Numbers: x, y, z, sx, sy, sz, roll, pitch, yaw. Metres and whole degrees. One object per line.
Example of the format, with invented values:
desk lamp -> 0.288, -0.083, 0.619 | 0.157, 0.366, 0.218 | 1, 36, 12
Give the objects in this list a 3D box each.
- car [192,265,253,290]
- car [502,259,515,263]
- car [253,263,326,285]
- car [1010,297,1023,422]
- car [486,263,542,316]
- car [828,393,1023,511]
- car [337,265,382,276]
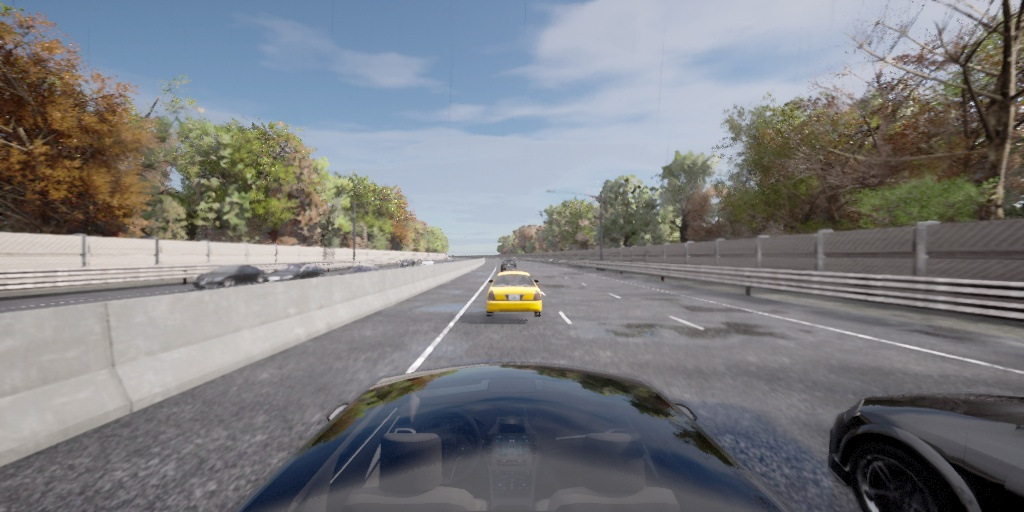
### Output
car -> -17.738, 1.287, 22.886 | 1.812, 1.442, 4.674 | 0, 0, -1
car -> -0.427, 1.197, 44.425 | 2.033, 1.649, 4.856 | 0, 0, -1
car -> -14.249, 1.252, 23.809 | 2.128, 1.511, 4.902 | 0, 0, -1
car -> 7.092, 1.252, 1.995 | 1.837, 1.490, 4.892 | 0, 0, 0
car -> 0.053, 1.211, 13.238 | 1.801, 1.575, 5.366 | 0, 0, 0
car -> 3.591, 1.312, 1.194 | 1.994, 1.385, 4.181 | 0, 0, 0
car -> -10.775, 1.362, 25.980 | 1.895, 1.301, 4.718 | 0, 0, -1
